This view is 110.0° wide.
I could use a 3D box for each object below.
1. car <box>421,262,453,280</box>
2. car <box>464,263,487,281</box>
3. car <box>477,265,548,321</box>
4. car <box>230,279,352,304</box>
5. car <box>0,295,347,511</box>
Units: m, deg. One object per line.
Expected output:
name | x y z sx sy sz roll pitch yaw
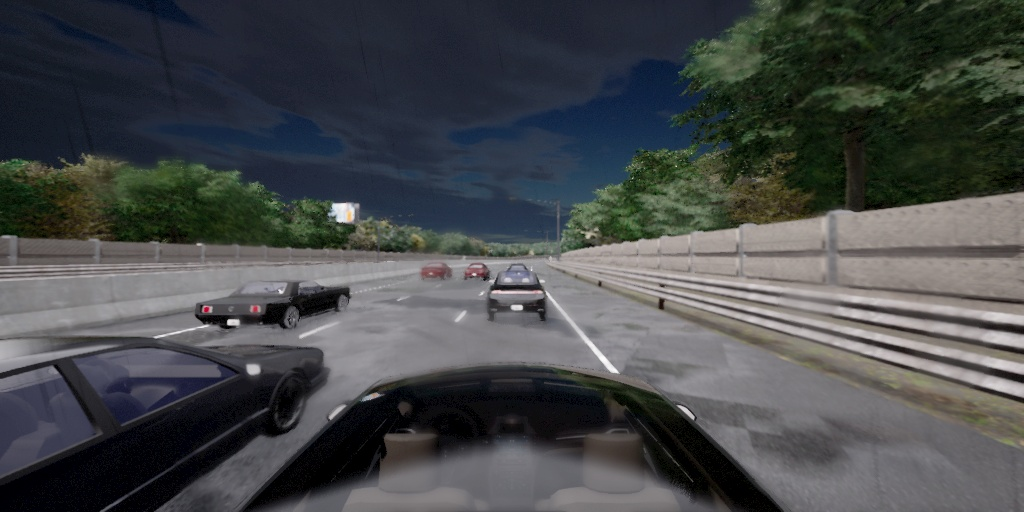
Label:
car | -6.483 1.278 31.423 1.882 1.535 5.008 0 0 1
car | -2.986 1.329 31.226 1.812 1.442 4.674 0 0 1
car | 0.173 1.248 12.525 2.128 1.511 4.902 0 0 1
car | -6.844 1.351 11.070 1.895 1.301 4.718 0 0 1
car | -3.392 1.296 2.405 2.033 1.411 5.357 0 0 0
